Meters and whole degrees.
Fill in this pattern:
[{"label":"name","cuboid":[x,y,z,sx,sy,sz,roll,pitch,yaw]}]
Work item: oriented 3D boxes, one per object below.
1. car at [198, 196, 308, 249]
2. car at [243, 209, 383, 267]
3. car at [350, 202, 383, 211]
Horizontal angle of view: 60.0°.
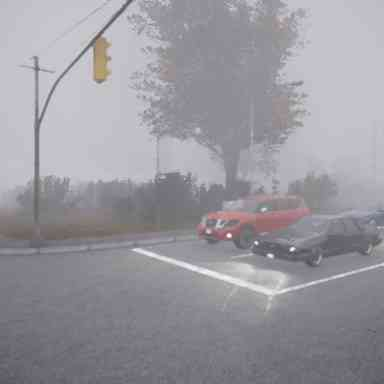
[{"label":"car","cuboid":[2.911,1.192,14.660,5.566,2.045,2.150,0,0,-35]},{"label":"car","cuboid":[4.513,1.519,11.506,5.357,1.411,2.033,0,0,-36]},{"label":"car","cuboid":[10.979,1.412,20.373,5.008,1.535,1.882,0,0,-35]}]
